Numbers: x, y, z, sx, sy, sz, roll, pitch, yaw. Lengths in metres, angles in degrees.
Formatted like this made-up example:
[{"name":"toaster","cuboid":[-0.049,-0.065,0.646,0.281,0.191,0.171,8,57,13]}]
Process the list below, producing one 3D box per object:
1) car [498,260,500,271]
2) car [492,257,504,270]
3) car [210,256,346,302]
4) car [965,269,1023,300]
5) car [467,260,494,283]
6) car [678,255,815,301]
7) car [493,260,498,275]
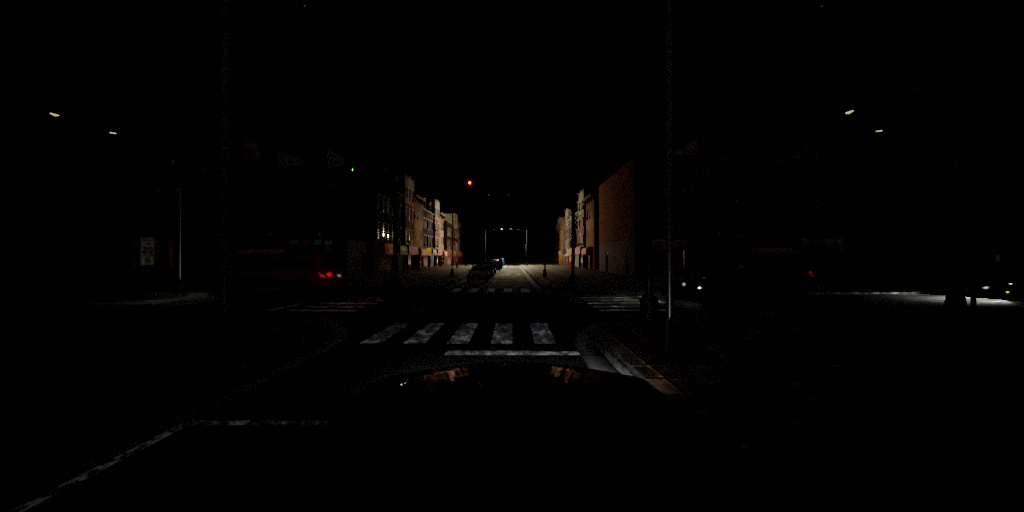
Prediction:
[{"name":"car","cuboid":[-2.614,1.382,40.087,1.802,1.307,4.207,0,0,0]},{"name":"car","cuboid":[-2.607,1.270,51.297,1.967,1.591,4.097,0,0,0]},{"name":"car","cuboid":[-10.725,1.010,16.731,5.566,2.045,2.150,0,0,0]},{"name":"car","cuboid":[24.004,1.284,16.654,4.181,1.385,1.994,0,0,0]},{"name":"car","cuboid":[-2.621,1.303,28.707,1.751,1.417,4.829,0,0,0]},{"name":"car","cuboid":[10.777,0.969,16.688,5.566,2.045,2.150,0,0,0]},{"name":"car","cuboid":[-2.618,1.334,34.481,1.888,1.381,4.507,0,0,0]}]
